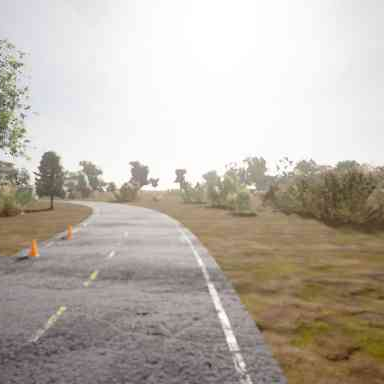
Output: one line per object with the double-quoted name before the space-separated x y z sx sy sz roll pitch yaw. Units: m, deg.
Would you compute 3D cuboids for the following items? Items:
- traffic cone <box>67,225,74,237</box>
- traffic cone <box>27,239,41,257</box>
"traffic cone" -6.052 1.940 16.544 0.340 0.580 0.340 0 0 -7
"traffic cone" -5.541 1.947 11.661 0.340 0.580 0.340 0 0 -5
